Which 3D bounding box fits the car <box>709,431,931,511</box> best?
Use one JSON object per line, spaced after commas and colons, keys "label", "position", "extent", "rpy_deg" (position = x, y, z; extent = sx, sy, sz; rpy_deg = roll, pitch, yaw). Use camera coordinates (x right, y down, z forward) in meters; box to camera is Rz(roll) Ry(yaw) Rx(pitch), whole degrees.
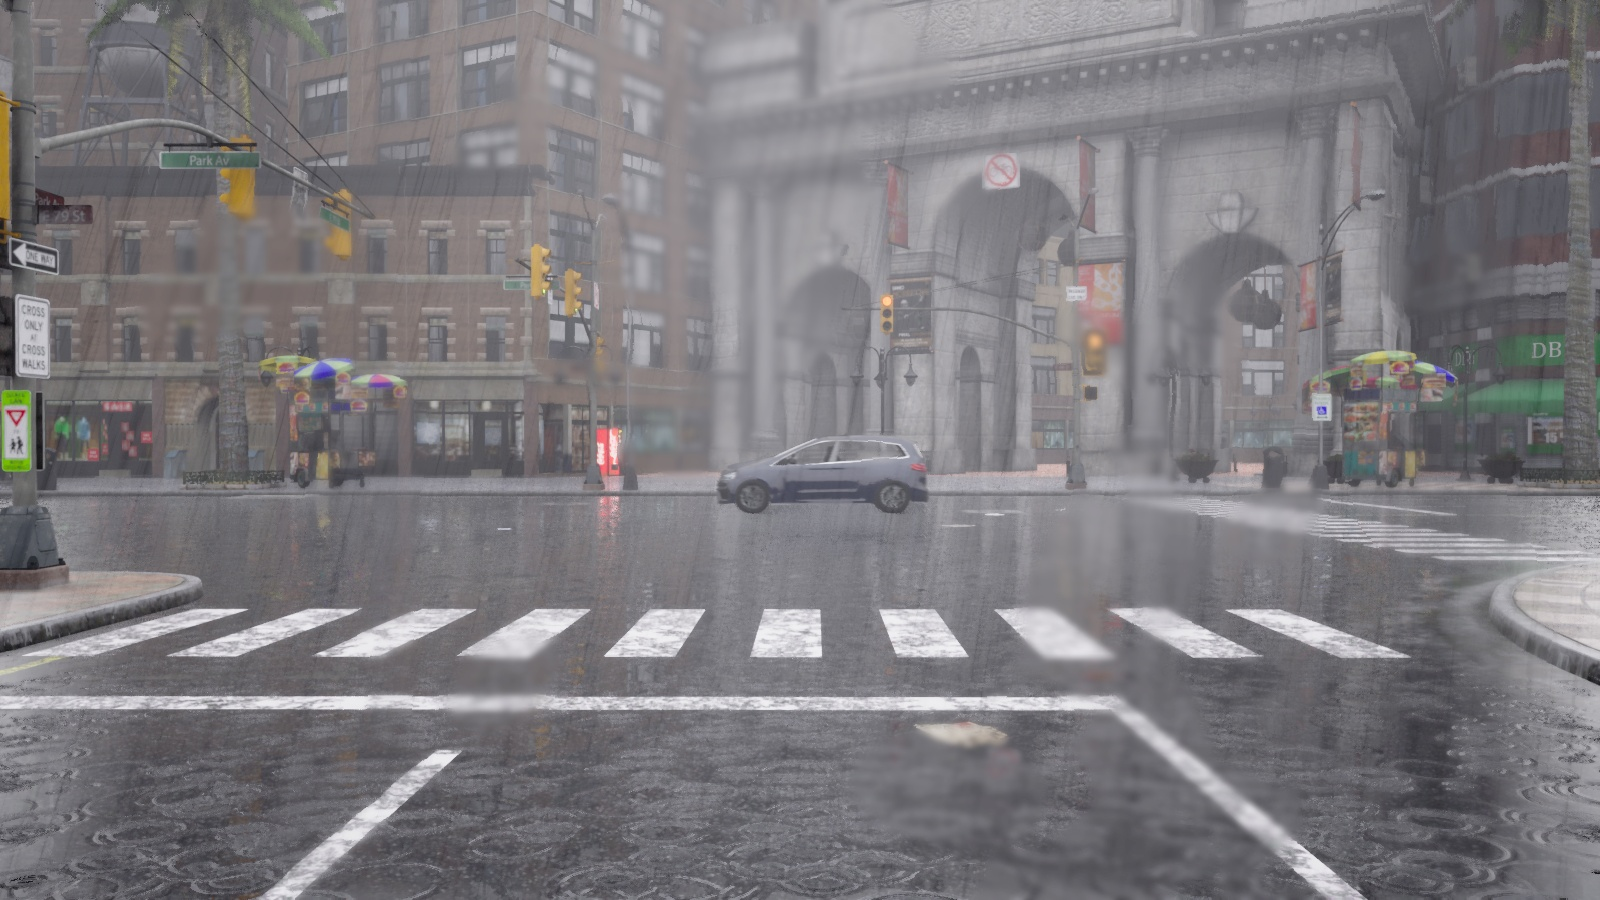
{"label": "car", "position": [0.415, 0.437, 27.278], "extent": [4.611, 1.667, 2.242], "rpy_deg": [0, 0, 0]}
